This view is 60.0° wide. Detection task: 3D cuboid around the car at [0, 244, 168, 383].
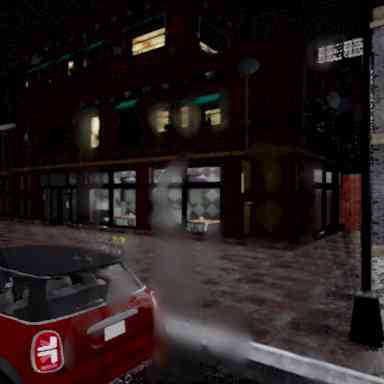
[{"bbox_3d":[-2.376,1.459,4.561,4.097,1.590,1.967,0,0,35],"label":"car"}]
